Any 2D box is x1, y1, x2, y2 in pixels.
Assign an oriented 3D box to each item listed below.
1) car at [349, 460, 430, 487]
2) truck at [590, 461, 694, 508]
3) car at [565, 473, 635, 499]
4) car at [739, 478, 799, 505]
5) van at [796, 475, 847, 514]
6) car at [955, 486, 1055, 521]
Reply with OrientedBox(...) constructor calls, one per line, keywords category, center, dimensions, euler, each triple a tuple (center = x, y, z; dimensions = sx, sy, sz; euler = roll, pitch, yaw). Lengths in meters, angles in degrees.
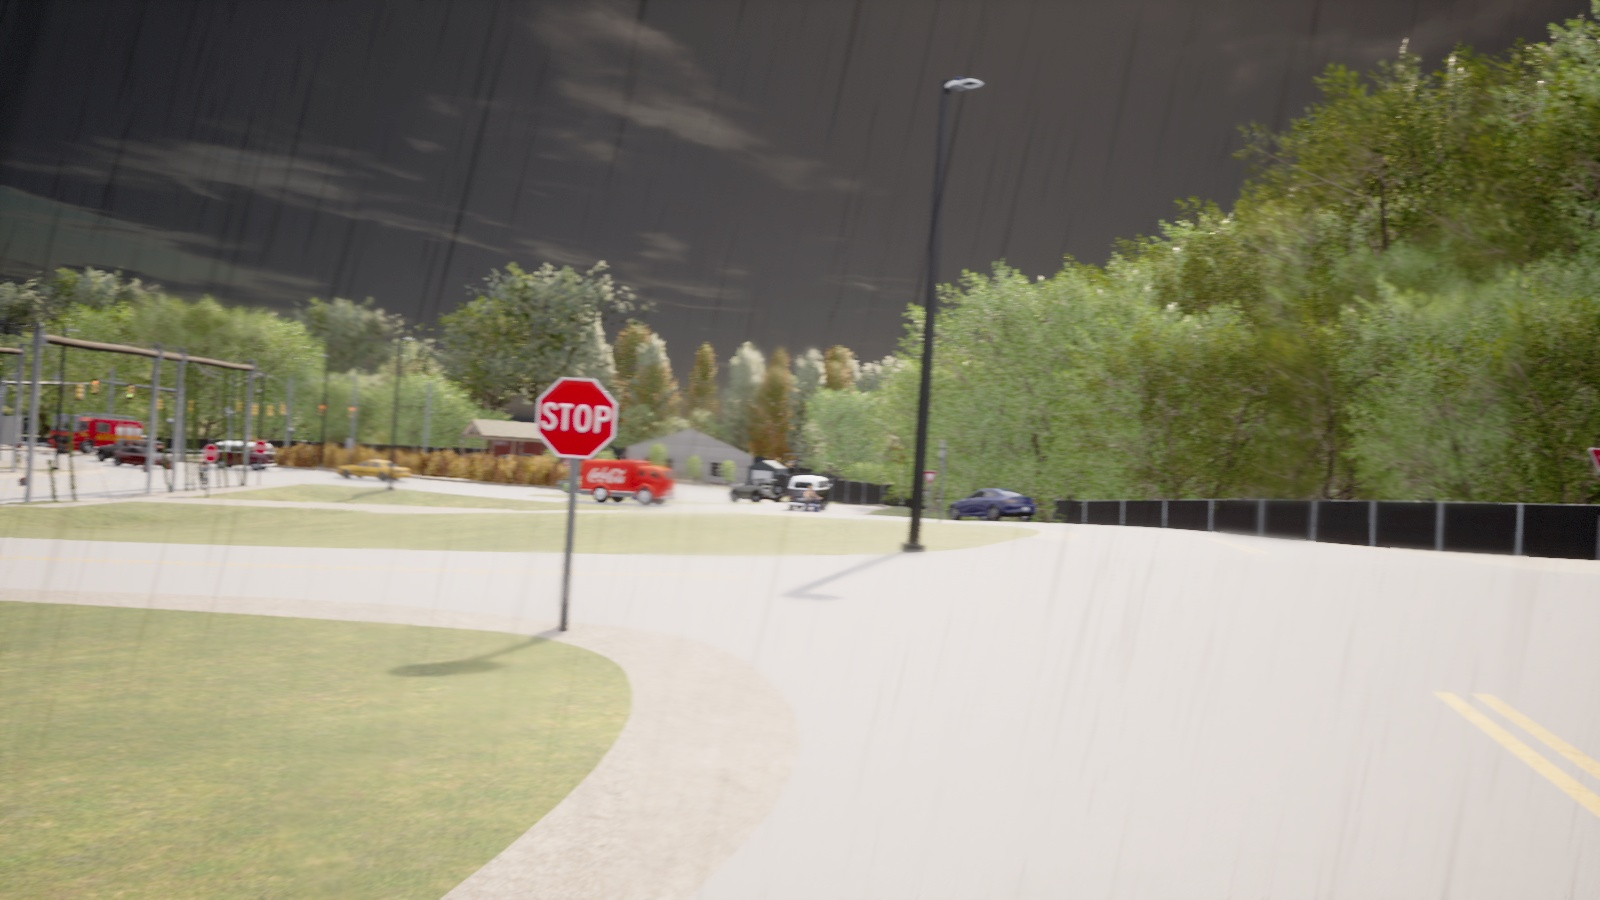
OrientedBox(category="car", center=(-29.406, 1.684, 89.885), dimensions=(5.366, 1.575, 1.801), euler=(3, 1, 16))
OrientedBox(category="truck", center=(-9.005, 1.955, 71.718), dimensions=(5.204, 2.467, 2.627), euler=(2, -1, 18))
OrientedBox(category="car", center=(-14.447, 2.602, 90.737), dimensions=(4.514, 1.525, 2.007), euler=(5, -1, -28))
OrientedBox(category="car", center=(-2.209, 2.926, 88.645), dimensions=(1.932, 1.855, 4.605), euler=(3, -3, -35))
OrientedBox(category="van", center=(1.293, 2.542, 73.269), dimensions=(2.069, 2.038, 4.480), euler=(2, 0, 12))
OrientedBox(category="car", center=(8.799, 2.341, 54.232), dimensions=(1.812, 1.442, 4.674), euler=(3, -4, -28))
